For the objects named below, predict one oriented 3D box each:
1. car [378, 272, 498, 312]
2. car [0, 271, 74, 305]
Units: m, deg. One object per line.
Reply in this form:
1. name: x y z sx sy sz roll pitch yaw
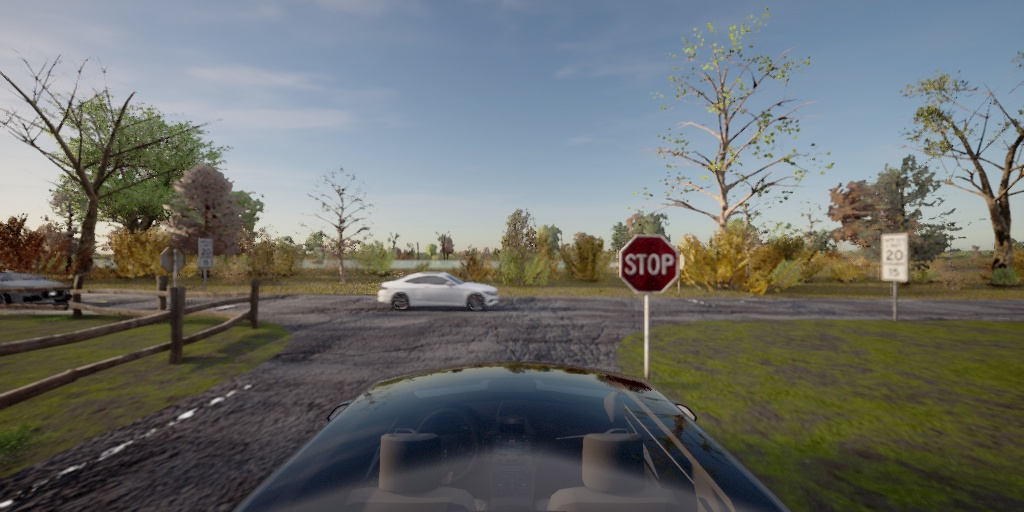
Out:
1. car: -2.915 1.383 14.380 4.674 1.442 1.812 0 0 0
2. car: -20.456 1.307 14.418 4.181 1.385 1.994 1 0 0
